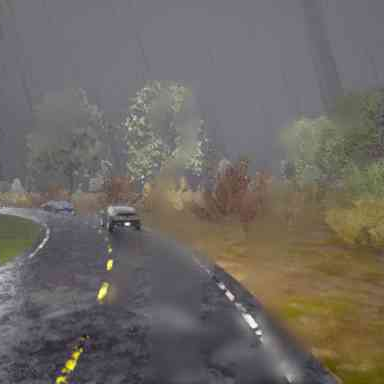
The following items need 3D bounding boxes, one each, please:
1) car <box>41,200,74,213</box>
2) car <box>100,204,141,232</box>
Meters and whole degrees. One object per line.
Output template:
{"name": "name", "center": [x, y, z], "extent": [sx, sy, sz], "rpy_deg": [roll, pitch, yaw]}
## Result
{"name": "car", "center": [-14.873, 1.549, 36.653], "extent": [2.033, 1.411, 5.357], "rpy_deg": [-1, 0, -43]}
{"name": "car", "center": [-4.501, 1.524, 20.623], "extent": [1.837, 1.490, 4.892], "rpy_deg": [0, 0, -22]}
